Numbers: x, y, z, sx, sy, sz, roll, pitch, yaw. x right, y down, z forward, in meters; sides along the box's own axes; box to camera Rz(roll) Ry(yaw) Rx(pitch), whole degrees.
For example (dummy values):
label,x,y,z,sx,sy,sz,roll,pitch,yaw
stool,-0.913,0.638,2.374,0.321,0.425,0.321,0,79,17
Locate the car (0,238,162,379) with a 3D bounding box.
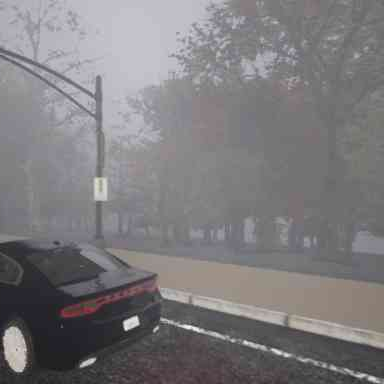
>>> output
label,x,y,z,sx,sy,sz,roll,pitch,yaw
car,-2.778,1.533,5.675,5.008,1.535,1.882,-1,0,36
